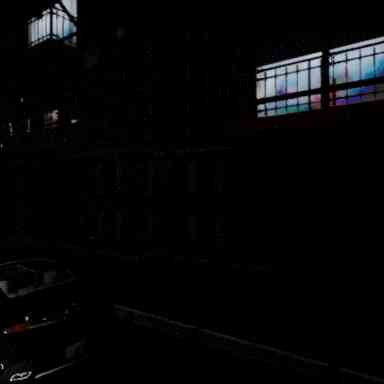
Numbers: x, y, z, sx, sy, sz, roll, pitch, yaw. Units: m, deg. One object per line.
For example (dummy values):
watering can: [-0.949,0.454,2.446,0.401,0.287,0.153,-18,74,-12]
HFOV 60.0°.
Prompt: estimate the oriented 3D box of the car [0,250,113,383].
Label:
car: [-3.108,1.580,5.094,4.403,1.369,2.008,0,0,36]
